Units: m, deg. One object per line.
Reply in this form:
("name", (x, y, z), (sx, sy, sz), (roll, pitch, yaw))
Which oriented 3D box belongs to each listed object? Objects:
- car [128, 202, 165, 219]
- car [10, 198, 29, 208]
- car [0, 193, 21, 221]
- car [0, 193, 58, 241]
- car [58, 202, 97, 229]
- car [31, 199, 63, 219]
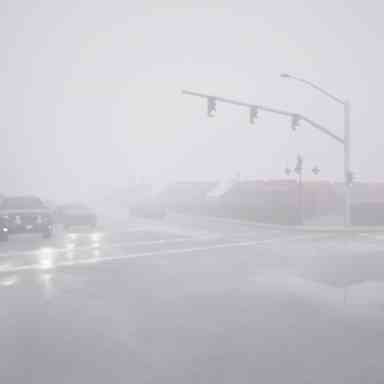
("car", (-4.049, 1.578, 29.146), (1.994, 1.385, 4.181), (0, 0, -34))
("car", (-24.154, 1.505, 46.537), (1.895, 1.301, 4.718), (0, 0, -33))
("car", (-15.887, 1.164, 27.778), (2.150, 2.045, 5.566), (0, 1, -34))
("car", (-8.805, 1.207, 17.190), (2.150, 2.045, 5.566), (0, 0, -34))
("car", (-7.825, 1.469, 22.021), (1.882, 1.535, 5.008), (0, 0, -34))
("car", (-13.113, 1.466, 29.926), (1.837, 1.490, 4.892), (0, 1, -34))
